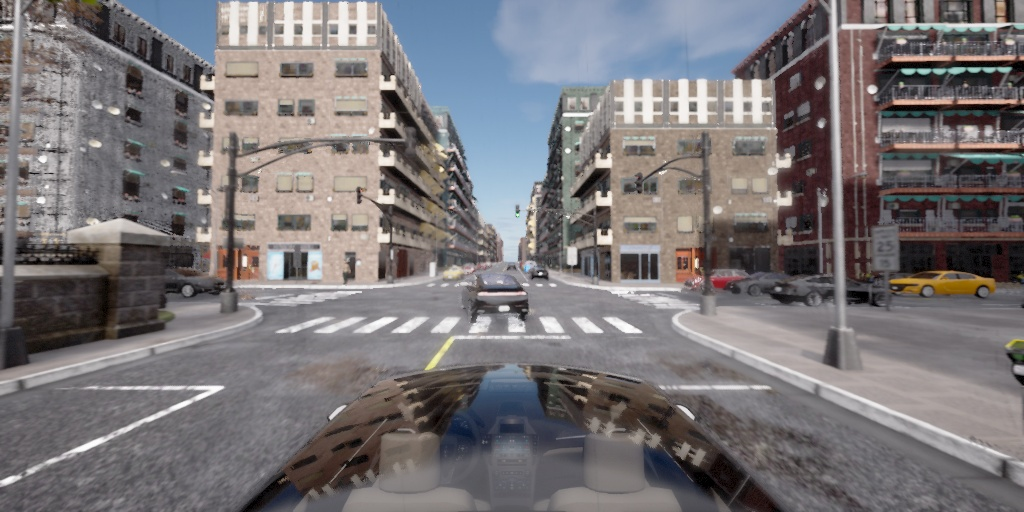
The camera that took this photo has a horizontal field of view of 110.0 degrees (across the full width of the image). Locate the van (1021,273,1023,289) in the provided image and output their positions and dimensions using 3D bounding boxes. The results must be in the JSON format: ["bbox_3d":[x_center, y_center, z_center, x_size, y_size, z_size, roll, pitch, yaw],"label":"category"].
[{"bbox_3d":[24.802,1.314,15.245,3.998,1.789,1.690,0,0,1],"label":"van"}]

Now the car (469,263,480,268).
[{"bbox_3d":[-5.714,1.685,46.857,1.967,1.591,4.097,0,0,0],"label":"car"}]

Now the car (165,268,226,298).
[{"bbox_3d":[-17.143,1.322,18.304,4.892,1.490,1.837,0,-2,1],"label":"car"}]

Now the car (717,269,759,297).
[{"bbox_3d":[14.943,1.648,21.166,4.181,1.385,1.994,0,-2,1],"label":"car"}]

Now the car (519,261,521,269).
[{"bbox_3d":[2.658,1.959,63.958,1.751,1.417,4.829,0,0,0],"label":"car"}]

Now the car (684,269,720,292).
[{"bbox_3d":[13.626,1.590,23.749,4.097,1.591,1.967,0,0,1],"label":"car"}]

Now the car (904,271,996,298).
[{"bbox_3d":[25.001,1.618,21.052,5.008,1.535,1.882,0,-2,1],"label":"car"}]

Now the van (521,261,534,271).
[{"bbox_3d":[2.664,1.649,52.503,1.690,1.789,3.998,0,0,0],"label":"van"}]

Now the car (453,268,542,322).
[{"bbox_3d":[-0.781,1.364,12.934,2.128,1.511,4.902,1,-1,-13],"label":"car"}]

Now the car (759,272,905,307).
[{"bbox_3d":[13.527,1.476,15.372,4.313,1.339,1.948,0,0,1],"label":"car"}]

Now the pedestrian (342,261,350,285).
[{"bbox_3d":[-12.552,1.234,27.022,0.375,1.860,0.375,0,-2,1],"label":"pedestrian"}]

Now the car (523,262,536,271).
[{"bbox_3d":[2.670,1.734,41.220,2.007,1.370,4.403,0,0,0],"label":"car"}]

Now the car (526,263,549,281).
[{"bbox_3d":[2.673,1.687,35.577,1.948,1.339,4.313,0,0,0],"label":"car"}]

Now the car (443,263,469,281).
[{"bbox_3d":[-5.707,1.647,35.402,1.751,1.417,4.829,0,0,0],"label":"car"}]
